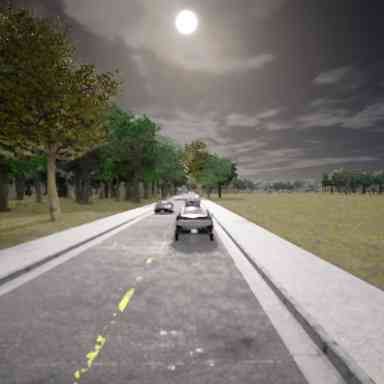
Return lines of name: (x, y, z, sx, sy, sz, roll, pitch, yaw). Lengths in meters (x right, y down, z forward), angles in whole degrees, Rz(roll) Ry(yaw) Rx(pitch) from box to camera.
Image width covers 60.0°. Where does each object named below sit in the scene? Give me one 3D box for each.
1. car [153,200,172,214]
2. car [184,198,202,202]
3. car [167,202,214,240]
car: (-2.855, 1.509, 34.706, 2.033, 1.411, 5.357, 0, 0, 0)
car: (0.085, 1.461, 40.321, 1.837, 1.490, 4.892, 0, 0, 0)
car: (0.094, 1.472, 16.831, 2.128, 1.511, 4.902, 0, 0, 0)
